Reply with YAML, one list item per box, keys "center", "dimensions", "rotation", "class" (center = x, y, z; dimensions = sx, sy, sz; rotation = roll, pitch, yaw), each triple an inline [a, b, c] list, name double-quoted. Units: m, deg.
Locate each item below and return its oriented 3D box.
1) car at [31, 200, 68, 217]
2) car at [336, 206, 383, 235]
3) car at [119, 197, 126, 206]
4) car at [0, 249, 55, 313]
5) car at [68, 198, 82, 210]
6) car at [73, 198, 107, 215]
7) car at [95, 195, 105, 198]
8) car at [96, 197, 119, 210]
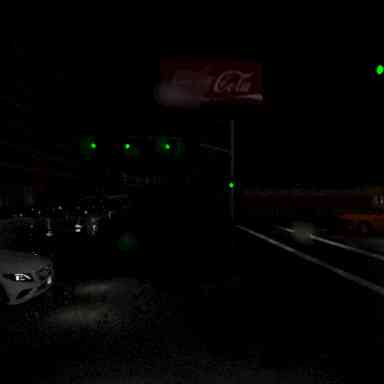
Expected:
- center: [-13.714, 1.543, 31.738]
  dimensions: [1.812, 1.442, 4.674]
  rotation: [0, 0, -5]
  class: "car"
- center: [10.655, 1.503, 18.672]
  dimensions: [5.008, 1.535, 1.882]
  rotation: [0, 0, -5]
  class: "car"
- center: [-12.383, 1.565, 56.109]
  dimensions: [1.812, 1.442, 4.674]
  rotation: [0, 0, -5]
  class: "car"
- center: [-5.264, 1.548, 6.665]
  dimensions: [4.674, 1.442, 1.812]
  rotation: [0, 0, -5]
  class: "car"
- center: [-14.748, 1.504, 43.112]
  dimensions: [1.882, 1.535, 5.008]
  rotation: [0, 0, -5]
  class: "car"
- center: [-10.425, 1.623, 34.252]
  dimensions: [1.895, 1.301, 4.718]
  rotation: [0, 0, -5]
  class: "car"
- center: [-16.033, 1.390, 57.807]
  dimensions: [2.097, 1.767, 4.553]
  rotation: [0, 0, -5]
  class: "car"
- center: [-11.339, 1.631, 44.278]
  dimensions: [1.895, 1.301, 4.718]
  rotation: [0, 0, -5]
  class: "car"
